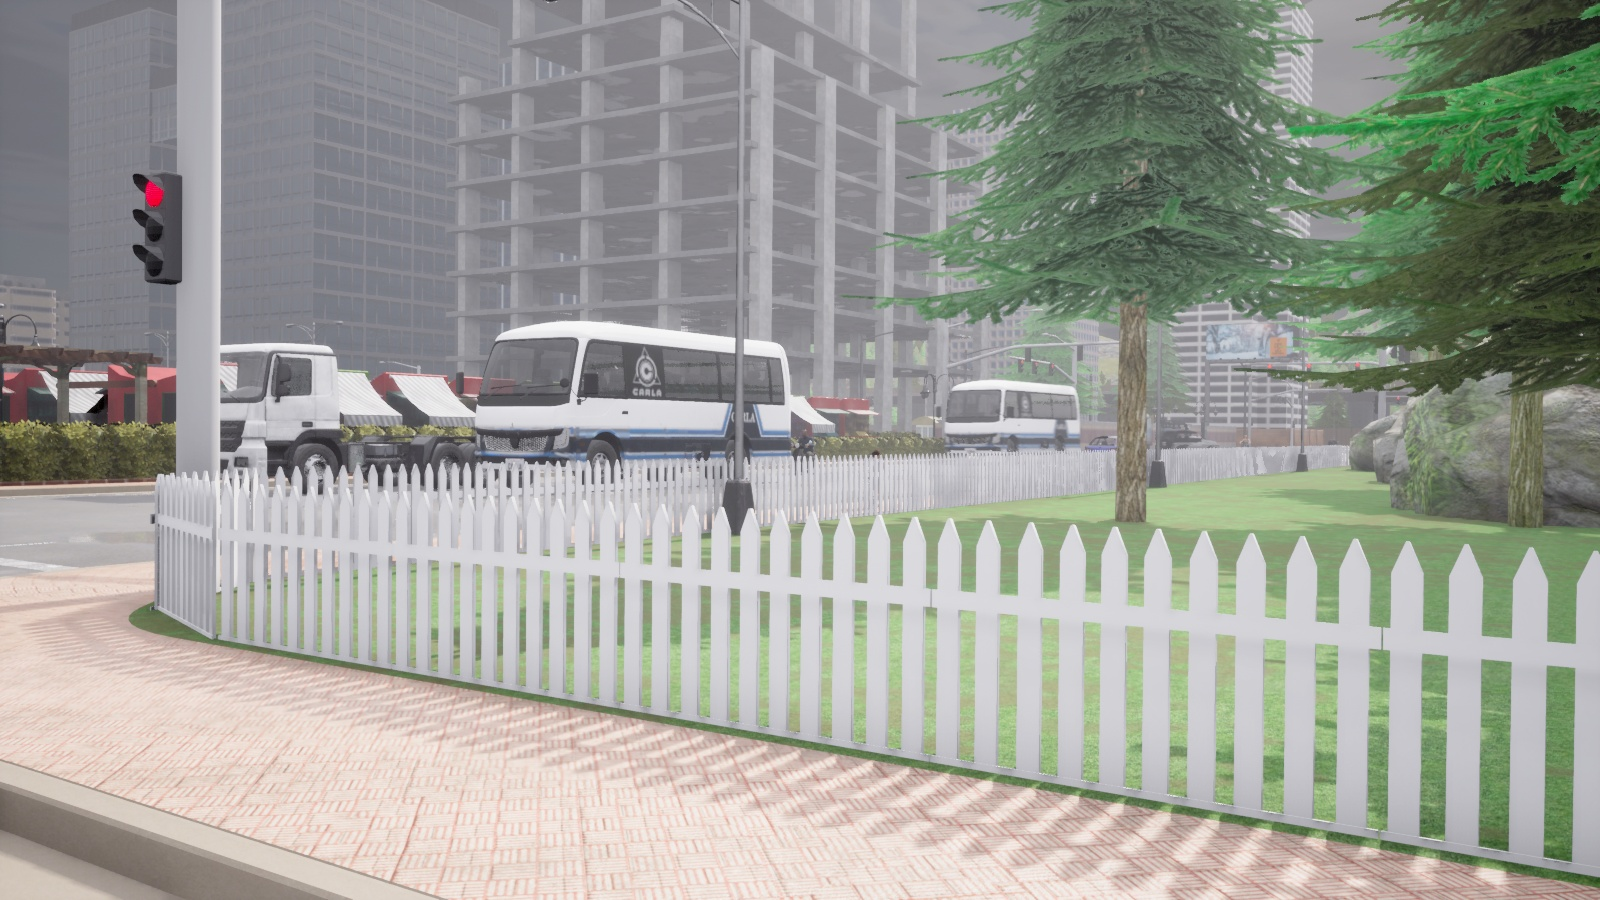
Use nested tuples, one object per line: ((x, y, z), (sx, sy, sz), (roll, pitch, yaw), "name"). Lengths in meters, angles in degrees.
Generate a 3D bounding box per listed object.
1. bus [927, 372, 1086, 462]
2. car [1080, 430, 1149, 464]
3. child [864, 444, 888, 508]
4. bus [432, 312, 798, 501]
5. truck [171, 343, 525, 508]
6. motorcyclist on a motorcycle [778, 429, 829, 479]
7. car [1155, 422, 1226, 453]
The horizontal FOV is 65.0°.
((10.962, -1.639, 65.533), (3.944, 4.253, 10.273), (-1, 0, 36), "bus")
((14.279, -0.162, 56.946), (1.816, 1.474, 4.193), (0, 1, 32), "car")
((1.355, 0.453, 22.298), (0.255, 1.110, 0.394), (0, 1, 32), "child")
((-4.467, -1.065, 33.699), (3.944, 4.253, 10.273), (0, 1, 32), "bus")
((-10.611, -0.571, 30.501), (2.891, 3.462, 7.936), (0, 1, 32), "truck")
((0.136, 0.121, 41.217), (0.866, 1.590, 1.817), (0, 1, 30), "motorcyclist on a motorcycle")
((24.564, -0.786, 79.061), (3.866, 1.878, 1.905), (-1, 1, -18), "car")
